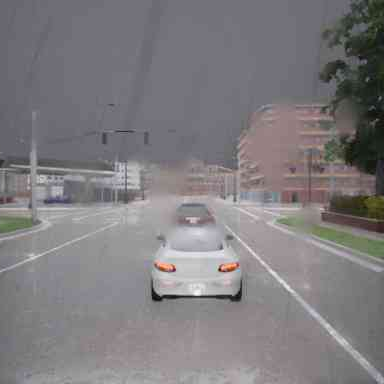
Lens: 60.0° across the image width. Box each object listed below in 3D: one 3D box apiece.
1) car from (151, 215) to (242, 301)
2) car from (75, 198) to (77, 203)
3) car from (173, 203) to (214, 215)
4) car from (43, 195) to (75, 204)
[{"bbox_3d":[0.087,1.524,8.188,1.812,1.442,4.674,0,0,0],"label":"car"},{"bbox_3d":[-24.167,1.444,63.639,3.806,1.475,1.970,0,0,1],"label":"car"},{"bbox_3d":[0.064,1.349,17.180,2.097,1.767,4.553,0,0,0],"label":"car"},{"bbox_3d":[-23.437,1.284,57.889,4.611,1.667,2.242,0,0,1],"label":"car"}]
